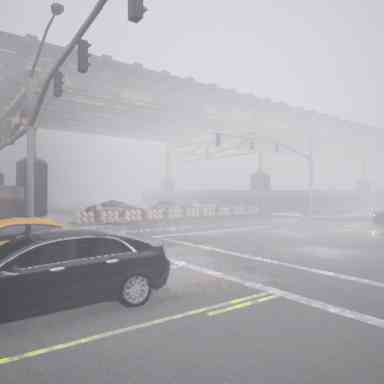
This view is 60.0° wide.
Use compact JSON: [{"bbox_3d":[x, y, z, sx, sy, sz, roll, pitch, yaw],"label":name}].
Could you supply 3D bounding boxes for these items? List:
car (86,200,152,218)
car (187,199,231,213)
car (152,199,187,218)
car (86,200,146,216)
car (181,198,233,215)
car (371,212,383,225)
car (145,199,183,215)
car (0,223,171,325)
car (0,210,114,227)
[{"bbox_3d":[-6.188,1.453,27.612,4.974,1.542,2.038,0,0,8],"label":"car"},{"bbox_3d":[1.423,1.295,34.042,4.536,1.218,1.853,0,0,-7],"label":"car"},{"bbox_3d":[-2.440,1.452,30.293,2.038,1.542,4.974,0,0,18],"label":"car"},{"bbox_3d":[-6.239,1.295,27.619,4.536,1.218,1.853,0,0,8],"label":"car"},{"bbox_3d":[1.475,1.452,34.049,4.974,1.542,2.038,0,0,-7],"label":"car"},{"bbox_3d":[14.244,1.601,22.721,4.718,1.301,1.895,0,0,-35],"label":"car"},{"bbox_3d":[-2.424,1.295,30.343,1.853,1.218,4.536,0,0,18],"label":"car"},{"bbox_3d":[-2.729,1.505,6.343,4.892,1.490,1.837,0,0,-35],"label":"car"},{"bbox_3d":[-4.919,1.477,9.079,5.008,1.535,1.882,0,0,-35],"label":"car"}]
